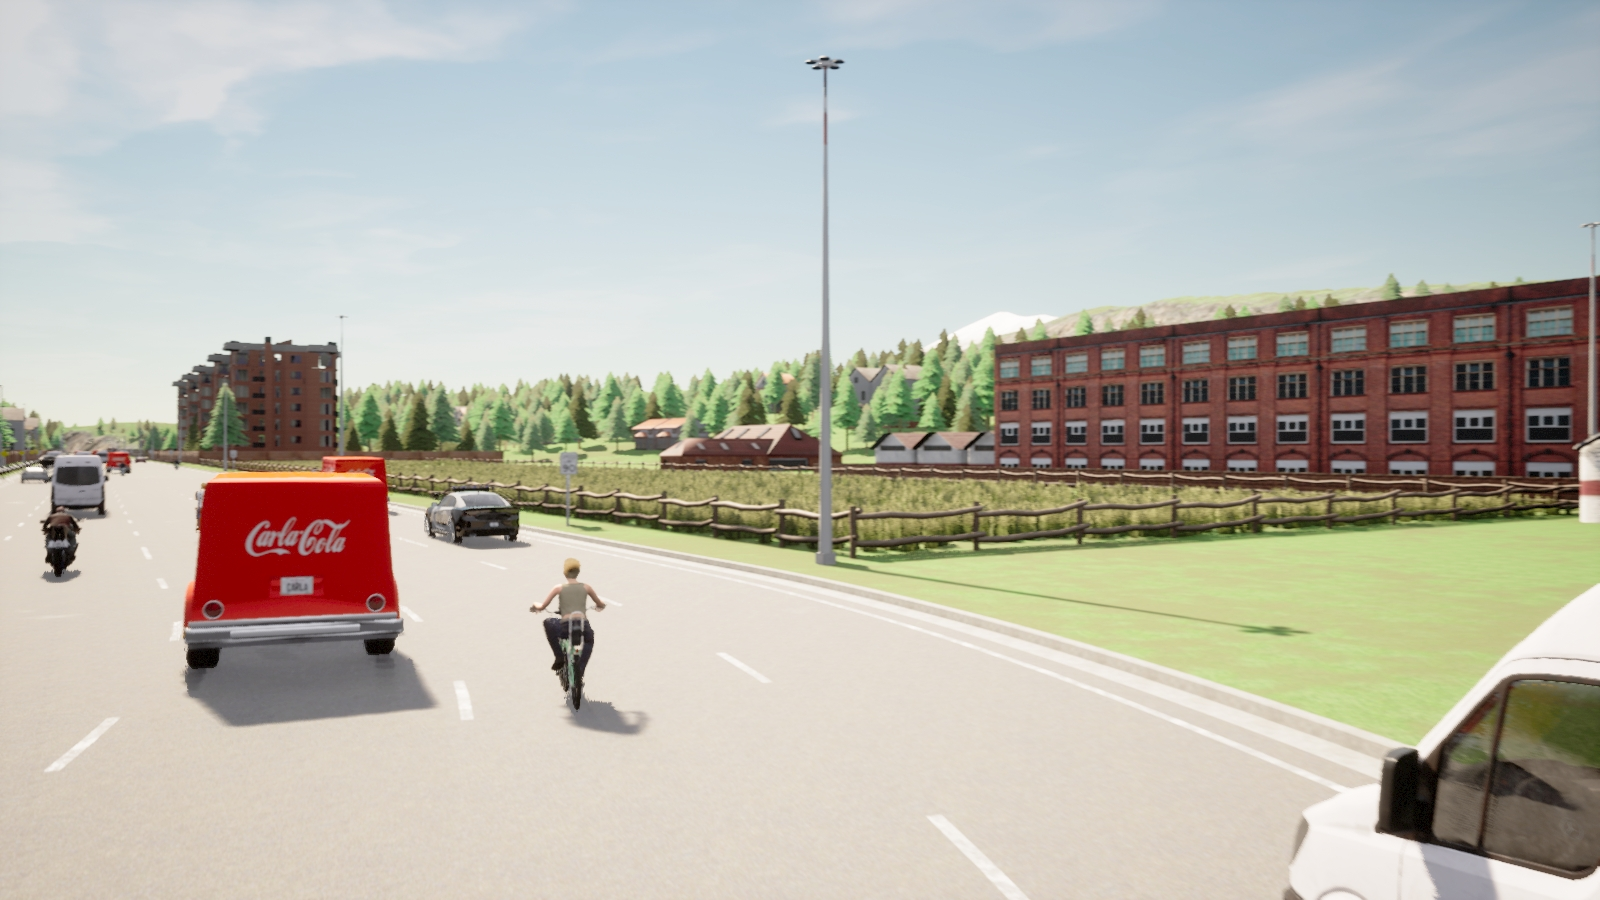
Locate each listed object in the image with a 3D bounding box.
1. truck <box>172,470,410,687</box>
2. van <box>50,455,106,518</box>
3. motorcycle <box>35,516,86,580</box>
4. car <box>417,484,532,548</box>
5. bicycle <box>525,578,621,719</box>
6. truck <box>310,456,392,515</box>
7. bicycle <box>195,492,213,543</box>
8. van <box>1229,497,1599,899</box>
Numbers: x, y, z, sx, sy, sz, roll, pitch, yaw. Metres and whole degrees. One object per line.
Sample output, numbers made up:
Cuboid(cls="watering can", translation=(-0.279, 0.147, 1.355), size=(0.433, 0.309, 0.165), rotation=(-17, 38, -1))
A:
Cuboid(cls="truck", translation=(-7.247, 1.561, 16.307), size=(2.627, 2.467, 5.204), rotation=(1, 0, -25))
Cuboid(cls="van", translation=(-31.899, 1.525, 50.541), size=(1.988, 2.561, 5.915), rotation=(0, 0, -32))
Cuboid(cls="motorcycle", translation=(-16.836, 2.200, 26.039), size=(0.867, 1.251, 2.209), rotation=(0, 0, -30))
Cuboid(cls="car", translation=(-10.163, 1.968, 35.354), size=(2.097, 1.638, 5.238), rotation=(0, 0, -32))
Cuboid(cls="bicycle", translation=(-2.548, 2.151, 12.694), size=(0.859, 1.276, 1.487), rotation=(0, 0, -19))
Cuboid(cls="truck", translation=(-20.592, 1.553, 52.250), size=(2.627, 2.467, 5.204), rotation=(0, 0, -32))
Cuboid(cls="bicycle", translation=(-18.255, 2.047, 34.974), size=(0.373, 1.496, 1.643), rotation=(0, 0, -32))
Cuboid(cls="van", translation=(3.461, 1.530, 2.931), size=(1.988, 2.561, 5.915), rotation=(1, 0, -6))
